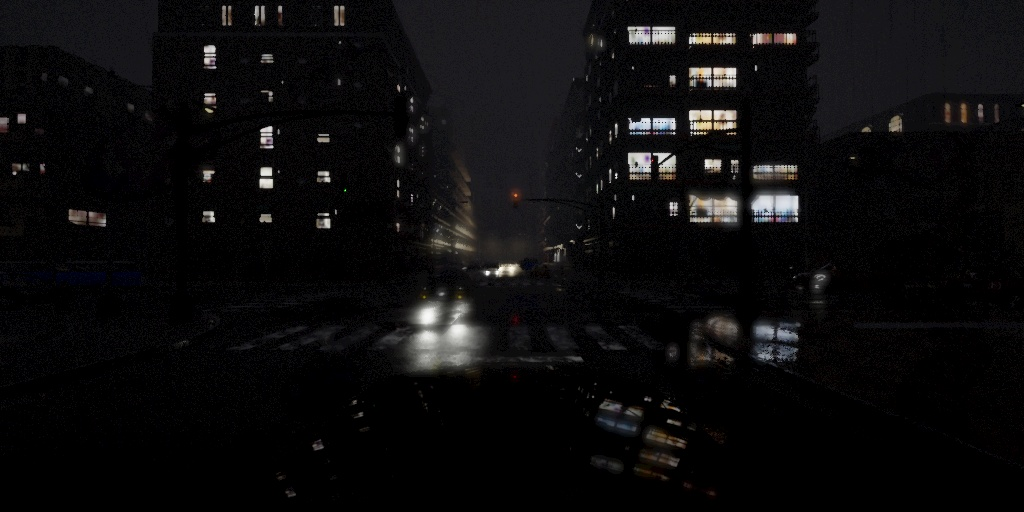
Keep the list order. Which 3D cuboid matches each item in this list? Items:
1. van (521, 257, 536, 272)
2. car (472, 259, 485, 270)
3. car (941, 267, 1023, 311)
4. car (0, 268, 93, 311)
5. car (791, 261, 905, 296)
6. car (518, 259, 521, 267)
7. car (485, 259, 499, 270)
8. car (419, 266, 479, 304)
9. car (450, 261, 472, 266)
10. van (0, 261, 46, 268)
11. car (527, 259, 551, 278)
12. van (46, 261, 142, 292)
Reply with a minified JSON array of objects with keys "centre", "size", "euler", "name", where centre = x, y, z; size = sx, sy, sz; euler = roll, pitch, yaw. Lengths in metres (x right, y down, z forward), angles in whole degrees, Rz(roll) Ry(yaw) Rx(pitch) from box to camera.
[{"centre":[2.483,1.116,47.388],"size":[1.690,1.789,3.998],"euler":[0,0,0],"name":"van"},{"centre":[-5.444,1.363,52.963],"size":[1.802,1.307,4.207],"euler":[0,0,0],"name":"car"},{"centre":[18.660,1.102,13.132],"size":[4.097,1.591,1.967],"euler":[0,0,1],"name":"car"},{"centre":[-19.367,1.290,13.628],"size":[4.403,1.370,2.007],"euler":[0,0,1],"name":"car"},{"centre":[17.212,1.086,18.578],"size":[4.553,1.767,2.097],"euler":[0,-1,1],"name":"car"},{"centre":[2.436,1.096,53.041],"size":[2.192,1.841,5.009],"euler":[0,0,0],"name":"car"},{"centre":[-2.881,1.362,53.339],"size":[1.895,1.301,4.718],"euler":[0,0,0],"name":"car"},{"centre":[-2.786,1.319,16.227],"size":[1.994,1.385,4.181],"euler":[0,0,0],"name":"car"},{"centre":[-5.531,1.315,35.990],"size":[2.007,1.370,4.403],"euler":[0,0,0],"name":"car"},{"centre":[-30.452,1.200,21.653],"size":[3.998,1.789,1.690],"euler":[0,0,1],"name":"van"},{"centre":[2.615,1.287,33.555],"size":[1.751,1.417,4.829],"euler":[0,0,0],"name":"car"},{"centre":[-24.858,1.189,21.580],"size":[3.998,1.789,1.690],"euler":[0,0,1],"name":"van"}]
